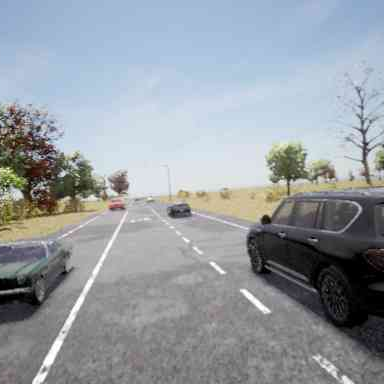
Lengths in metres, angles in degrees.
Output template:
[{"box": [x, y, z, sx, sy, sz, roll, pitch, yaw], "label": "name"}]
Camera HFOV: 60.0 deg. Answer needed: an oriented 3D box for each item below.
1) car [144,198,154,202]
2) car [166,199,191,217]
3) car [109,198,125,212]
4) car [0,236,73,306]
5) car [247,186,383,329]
[{"box": [-11.632, 2.241, 93.345, 1.895, 1.301, 4.718, -5, 0, -10], "label": "car"}, {"box": [-1.295, 1.478, 31.631, 2.128, 1.511, 4.902, -5, 0, -10], "label": "car"}, {"box": [-12.332, 2.093, 54.880, 2.150, 2.045, 5.566, -5, 0, -6], "label": "car"}, {"box": [-4.516, 1.952, 8.744, 1.895, 1.301, 4.718, -5, 0, -9], "label": "car"}, {"box": [2.865, 0.963, 6.689, 2.150, 2.045, 5.566, -5, 0, -10], "label": "car"}]
